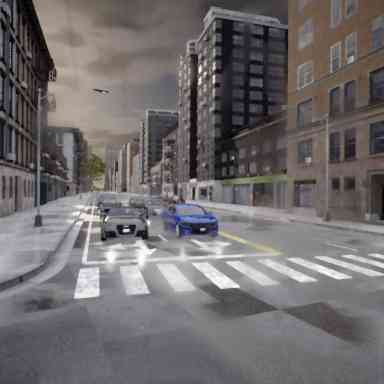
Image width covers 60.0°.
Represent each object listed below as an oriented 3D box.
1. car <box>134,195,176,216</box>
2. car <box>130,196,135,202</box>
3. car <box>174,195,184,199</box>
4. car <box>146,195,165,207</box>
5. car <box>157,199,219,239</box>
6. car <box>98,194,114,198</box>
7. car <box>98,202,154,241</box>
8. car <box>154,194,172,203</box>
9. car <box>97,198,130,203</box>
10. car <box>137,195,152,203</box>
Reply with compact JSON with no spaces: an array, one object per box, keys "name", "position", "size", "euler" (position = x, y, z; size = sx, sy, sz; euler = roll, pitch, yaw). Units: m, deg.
[{"name":"car","position":[-3.062,1.271,26.658],"size":[2.128,1.511,4.902],"euler":[1,0,-16]},{"name":"car","position":[-5.893,1.202,36.528],"size":[1.837,1.490,4.892],"euler":[1,0,-16]},{"name":"car","position":[-2.166,1.210,47.536],"size":[1.812,1.442,4.674],"euler":[1,0,-15]},{"name":"car","position":[-5.200,1.159,46.364],"size":[1.837,1.490,4.892],"euler":[1,0,-16]},{"name":"car","position":[-0.220,1.336,16.797],"size":[1.882,1.535,5.008],"euler":[1,0,-16]},{"name":"car","position":[-9.617,1.001,37.747],"size":[2.097,1.767,4.553],"euler":[1,0,-16]},{"name":"car","position":[-3.260,1.392,15.599],"size":[1.994,1.385,4.181],"euler":[1,0,-16]},{"name":"car","position":[-4.991,1.144,57.196],"size":[2.033,1.411,5.357],"euler":[1,0,-16]},{"name":"car","position":[-6.111,1.350,25.501],"size":[1.895,1.301,4.718],"euler":[1,0,-16]},{"name":"car","position":[-8.123,1.165,56.326],"size":[1.895,1.301,4.718],"euler":[1,0,-16]}]
